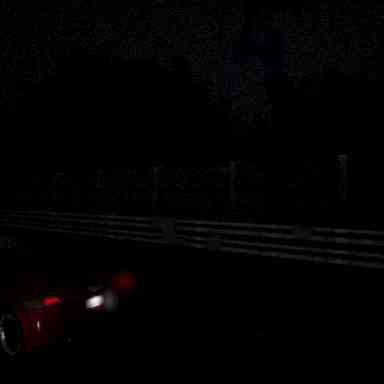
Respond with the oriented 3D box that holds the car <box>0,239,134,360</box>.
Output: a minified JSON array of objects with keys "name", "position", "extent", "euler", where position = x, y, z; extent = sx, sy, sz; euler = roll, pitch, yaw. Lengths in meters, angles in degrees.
[{"name":"car","position":[-3.051,1.580,6.046],"extent":[4.181,1.385,1.994],"euler":[0,0,36]}]
